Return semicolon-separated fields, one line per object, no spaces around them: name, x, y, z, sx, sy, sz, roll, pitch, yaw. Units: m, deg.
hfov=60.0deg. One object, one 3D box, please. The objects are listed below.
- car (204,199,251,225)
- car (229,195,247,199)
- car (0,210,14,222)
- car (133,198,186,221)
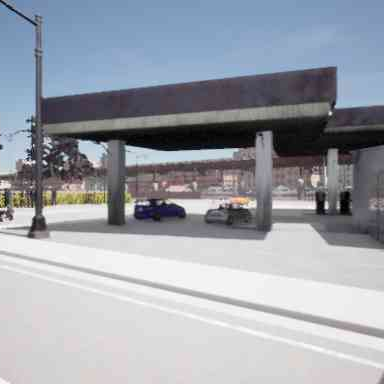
car;2.601;1.481;23.429;1.970;1.475;3.806;0;0;37
car;8.031;1.356;56.836;2.097;1.767;4.553;0;0;36
car;-15.766;1.636;24.581;1.812;1.442;4.674;0;-1;36
car;-2.475;1.332;26.224;2.242;1.667;4.611;0;0;37
